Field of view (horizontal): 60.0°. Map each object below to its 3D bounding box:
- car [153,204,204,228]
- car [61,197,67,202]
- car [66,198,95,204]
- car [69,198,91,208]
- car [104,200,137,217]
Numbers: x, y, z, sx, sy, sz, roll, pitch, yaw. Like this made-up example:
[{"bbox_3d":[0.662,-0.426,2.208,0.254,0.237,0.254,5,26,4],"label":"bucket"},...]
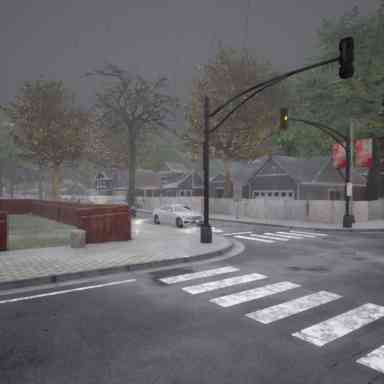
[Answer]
[{"bbox_3d":[-1.022,1.547,22.634,1.812,1.442,4.674,0,0,-36],"label":"car"},{"bbox_3d":[-22.394,1.601,57.395,2.128,1.511,4.902,0,0,-36],"label":"car"},{"bbox_3d":[-12.849,1.530,39.182,1.882,1.535,5.008,0,0,-35],"label":"car"},{"bbox_3d":[-16.733,1.654,49.588,1.994,1.385,4.181,0,0,-35],"label":"car"},{"bbox_3d":[-6.861,1.513,30.802,1.882,1.535,5.008,0,0,-36],"label":"car"}]
